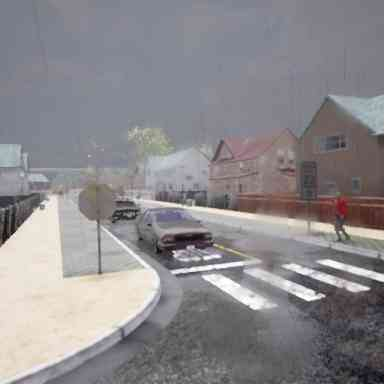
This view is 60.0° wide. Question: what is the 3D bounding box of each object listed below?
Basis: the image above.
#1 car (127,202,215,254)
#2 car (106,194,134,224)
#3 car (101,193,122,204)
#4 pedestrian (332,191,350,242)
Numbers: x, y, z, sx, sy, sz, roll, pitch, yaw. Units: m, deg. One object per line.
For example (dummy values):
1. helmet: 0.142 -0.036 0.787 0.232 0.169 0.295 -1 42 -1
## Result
1. car: -0.959 1.323 12.963 2.033 1.411 5.357 -2 1 -20
2. car: -4.644 1.169 22.137 1.837 1.490 4.892 -2 1 -22
3. car: -11.389 0.843 46.534 2.033 1.411 5.357 -2 1 -22
4. pedestrian: 5.199 0.815 11.617 0.375 1.860 0.375 -1 0 -22
